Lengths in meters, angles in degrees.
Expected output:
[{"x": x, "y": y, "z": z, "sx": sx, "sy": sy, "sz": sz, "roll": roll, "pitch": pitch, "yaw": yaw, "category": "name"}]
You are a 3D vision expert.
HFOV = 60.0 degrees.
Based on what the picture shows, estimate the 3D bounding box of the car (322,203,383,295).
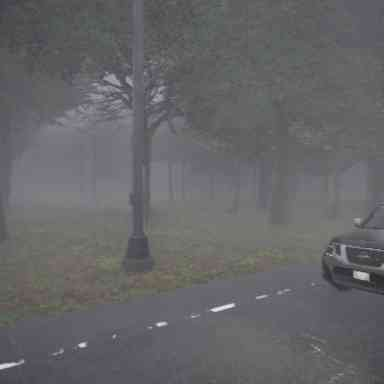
[{"x": 5.427, "y": 1.212, "z": 7.841, "sx": 5.566, "sy": 2.045, "sz": 2.150, "roll": 0, "pitch": 0, "yaw": -35, "category": "car"}]
